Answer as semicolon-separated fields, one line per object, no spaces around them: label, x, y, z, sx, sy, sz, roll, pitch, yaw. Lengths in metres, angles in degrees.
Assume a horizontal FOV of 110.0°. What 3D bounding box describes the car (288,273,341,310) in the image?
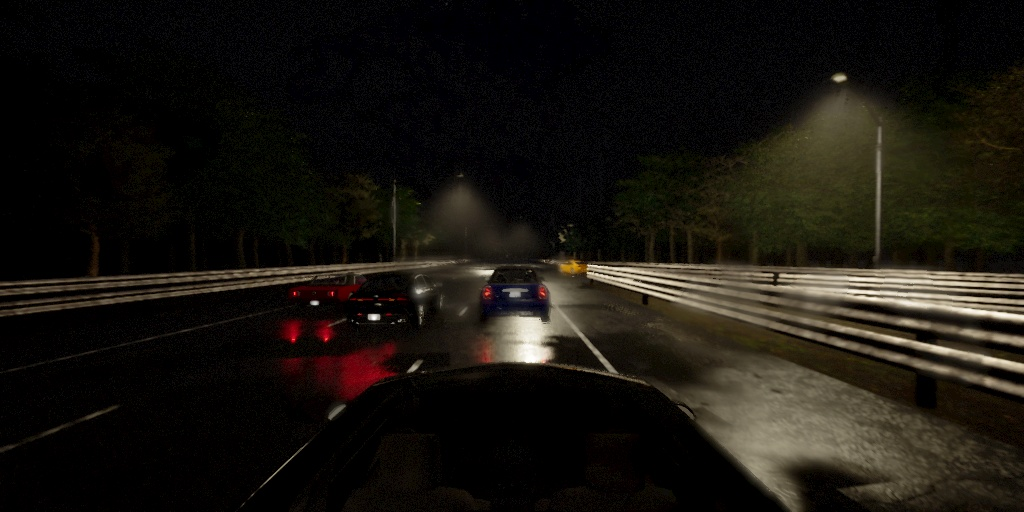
car;-6.901;1.355;14.775;1.895;1.301;4.718;0;0;0

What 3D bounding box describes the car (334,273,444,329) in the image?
car;-3.401;1.258;11.257;1.837;1.490;4.892;0;0;0

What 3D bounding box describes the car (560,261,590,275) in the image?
car;6.977;1.303;39.778;1.882;1.535;5.008;0;0;-17

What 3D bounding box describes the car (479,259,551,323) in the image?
car;0.098;1.106;12.219;2.097;1.767;4.553;0;0;0
